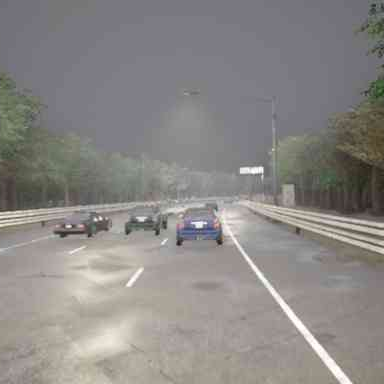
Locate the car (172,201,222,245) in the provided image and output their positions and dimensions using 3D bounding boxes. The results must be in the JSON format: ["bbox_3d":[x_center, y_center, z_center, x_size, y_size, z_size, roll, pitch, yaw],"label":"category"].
[{"bbox_3d":[0.398,1.545,16.876,2.097,1.767,4.553,-1,-1,2],"label":"car"}]

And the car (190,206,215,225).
[{"bbox_3d":[0.973,1.908,27.720,1.895,1.301,4.718,-1,-1,4],"label":"car"}]

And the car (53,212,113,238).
[{"bbox_3d":[-6.367,1.883,20.021,2.033,1.411,5.357,-1,-1,3],"label":"car"}]

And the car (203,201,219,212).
[{"bbox_3d":[2.736,2.002,46.862,1.837,1.490,4.892,-1,-1,7],"label":"car"}]

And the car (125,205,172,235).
[{"bbox_3d":[-2.782,1.643,21.126,2.097,1.767,4.553,-1,-1,3],"label":"car"}]

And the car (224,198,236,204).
[{"bbox_3d":[9.761,2.351,88.409,2.128,1.511,4.902,-1,-1,13],"label":"car"}]
